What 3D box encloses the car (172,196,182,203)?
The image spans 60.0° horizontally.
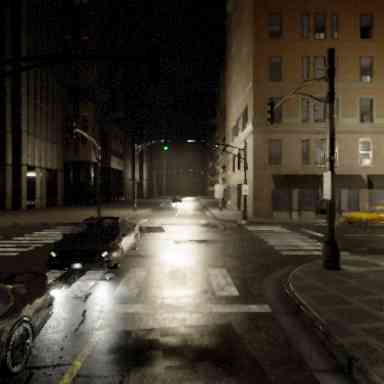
[{"bbox_3d":[-2.996,1.513,66.533,2.128,1.511,4.902,0,0,0],"label":"car"}]

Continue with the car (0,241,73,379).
[{"bbox_3d":[-2.999,1.547,2.768,2.033,1.411,5.357,0,0,0],"label":"car"}]

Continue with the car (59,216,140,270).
[{"bbox_3d":[-3.001,1.550,11.355,2.033,1.411,5.357,0,0,0],"label":"car"}]

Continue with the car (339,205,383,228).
[{"bbox_3d":[12.118,1.518,21.580,4.829,1.417,1.752,0,0,-1],"label":"car"}]
